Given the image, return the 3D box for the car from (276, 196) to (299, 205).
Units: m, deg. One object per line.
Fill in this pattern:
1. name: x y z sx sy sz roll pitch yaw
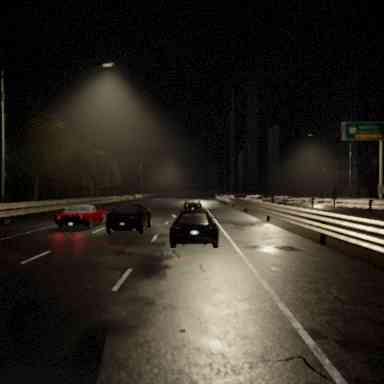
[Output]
1. car: 16.626 1.383 58.220 2.128 1.511 4.902 0 0 -19

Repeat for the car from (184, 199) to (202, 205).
1. car: 0.089 1.445 36.702 1.895 1.301 4.718 0 0 0

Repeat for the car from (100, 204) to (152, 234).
1. car: -3.405 1.395 18.702 1.882 1.535 5.008 0 0 0

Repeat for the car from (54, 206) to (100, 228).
1. car: -6.912 1.508 21.139 1.895 1.301 4.718 0 0 0

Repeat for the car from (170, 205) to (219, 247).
1. car: 0.096 1.499 14.586 1.994 1.385 4.181 0 0 0
